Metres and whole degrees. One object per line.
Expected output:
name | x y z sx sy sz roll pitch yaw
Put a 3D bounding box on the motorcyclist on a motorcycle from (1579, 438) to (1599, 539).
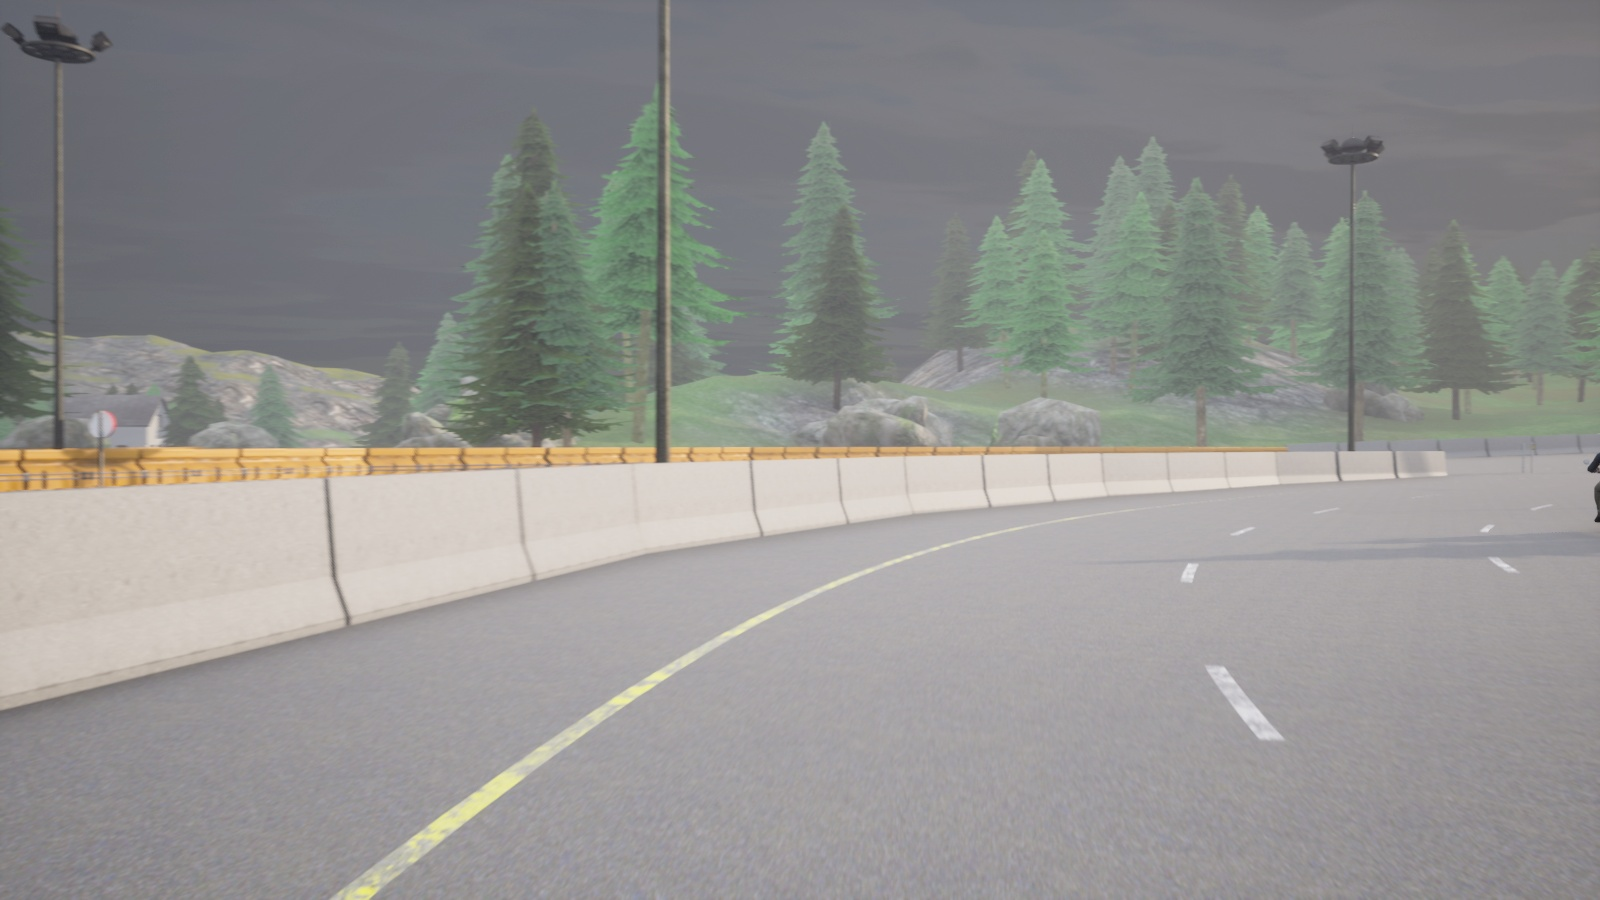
motorcyclist on a motorcycle | 13.248 0.608 20.471 0.866 1.590 1.817 1 1 31
